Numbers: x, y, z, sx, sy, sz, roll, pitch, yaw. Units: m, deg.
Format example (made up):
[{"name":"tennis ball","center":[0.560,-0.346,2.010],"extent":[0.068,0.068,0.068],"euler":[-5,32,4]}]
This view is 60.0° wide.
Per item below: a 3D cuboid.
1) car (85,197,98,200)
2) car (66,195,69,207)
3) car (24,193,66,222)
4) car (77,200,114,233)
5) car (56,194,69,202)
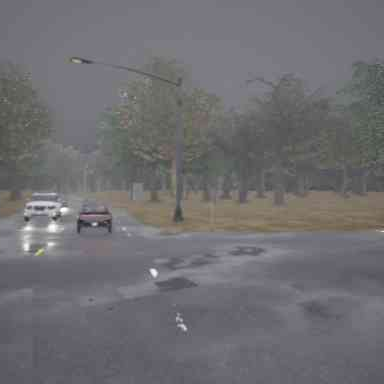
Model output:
[{"name":"car","center":[-12.271,1.363,40.564],"extent":[2.033,1.411,5.357],"euler":[1,0,-19]},{"name":"car","center":[-17.530,1.207,44.422],"extent":[2.128,1.511,4.902],"euler":[1,0,-19]},{"name":"car","center":[-11.248,1.074,25.433],"extent":[2.150,2.045,5.566],"euler":[1,0,-17]},{"name":"car","center":[-5.638,1.430,19.400],"extent":[2.128,1.511,4.902],"euler":[1,0,-15]},{"name":"car","center":[-23.342,1.027,59.918],"extent":[1.994,1.385,4.181],"euler":[1,0,-22]}]
